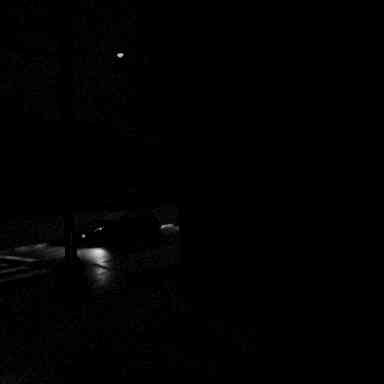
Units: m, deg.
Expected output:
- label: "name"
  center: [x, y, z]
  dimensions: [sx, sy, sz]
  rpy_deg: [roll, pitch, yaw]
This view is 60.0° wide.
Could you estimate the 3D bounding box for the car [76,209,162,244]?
- label: "car"
  center: [-3.390, 1.576, 16.258]
  dimensions: [1.812, 1.442, 4.674]
  rpy_deg: [-4, -1, 34]
